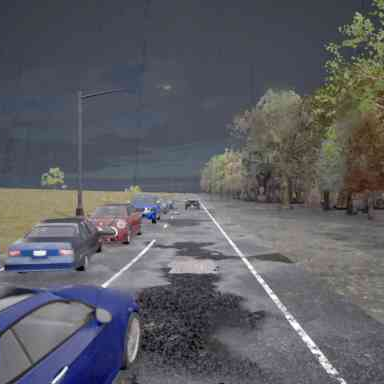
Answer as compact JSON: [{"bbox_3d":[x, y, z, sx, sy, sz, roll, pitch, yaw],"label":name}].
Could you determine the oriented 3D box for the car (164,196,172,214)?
[{"bbox_3d":[-3.605,1.351,35.273,2.097,1.767,4.553,0,0,0],"label":"car"}]

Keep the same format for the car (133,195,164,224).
[{"bbox_3d":[-3.612,1.223,25.268,2.150,2.045,5.566,0,0,-1],"label":"car"}]

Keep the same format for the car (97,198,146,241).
[{"bbox_3d":[-3.681,1.354,15.613,2.097,1.767,4.553,0,0,1],"label":"car"}]

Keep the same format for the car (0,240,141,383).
[{"bbox_3d":[-1.806,1.526,2.812,1.812,1.442,4.674,0,0,6],"label":"car"}]

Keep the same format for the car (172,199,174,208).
[{"bbox_3d":[-3.607,1.347,45.280,2.097,1.767,4.553,0,0,0],"label":"car"}]

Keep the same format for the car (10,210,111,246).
[{"bbox_3d":[-4.065,1.549,10.677,2.033,1.411,5.357,0,0,-7],"label":"car"}]

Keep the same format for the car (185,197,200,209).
[{"bbox_3d":[0.046,1.500,44.319,1.837,1.490,4.892,0,0,0],"label":"car"}]
